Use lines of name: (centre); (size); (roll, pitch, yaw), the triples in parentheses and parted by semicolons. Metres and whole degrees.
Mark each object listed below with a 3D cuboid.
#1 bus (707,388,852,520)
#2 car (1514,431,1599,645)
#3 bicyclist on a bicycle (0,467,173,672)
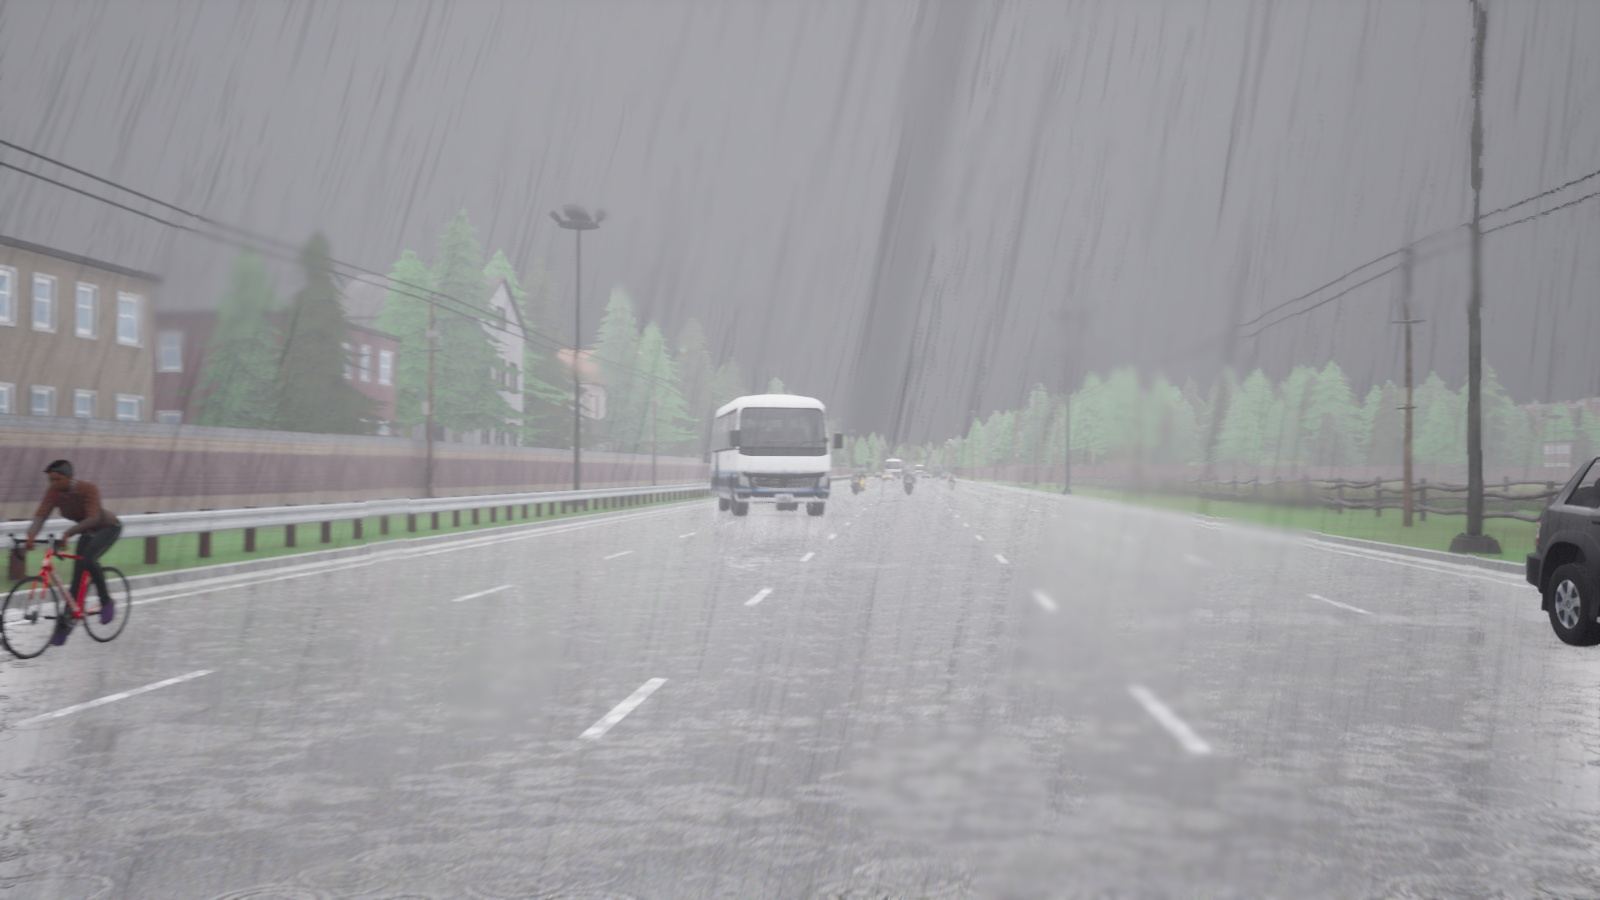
bus: (-1.025, 0.214, 46.111); (3.944, 4.253, 10.273); (0, -1, -9)
car: (7.834, 0.778, 10.064); (1.932, 1.855, 4.605); (0, 1, 5)
bicyclist on a bicycle: (-6.157, 0.960, 10.793); (0.582, 1.620, 1.656); (0, -1, 5)
